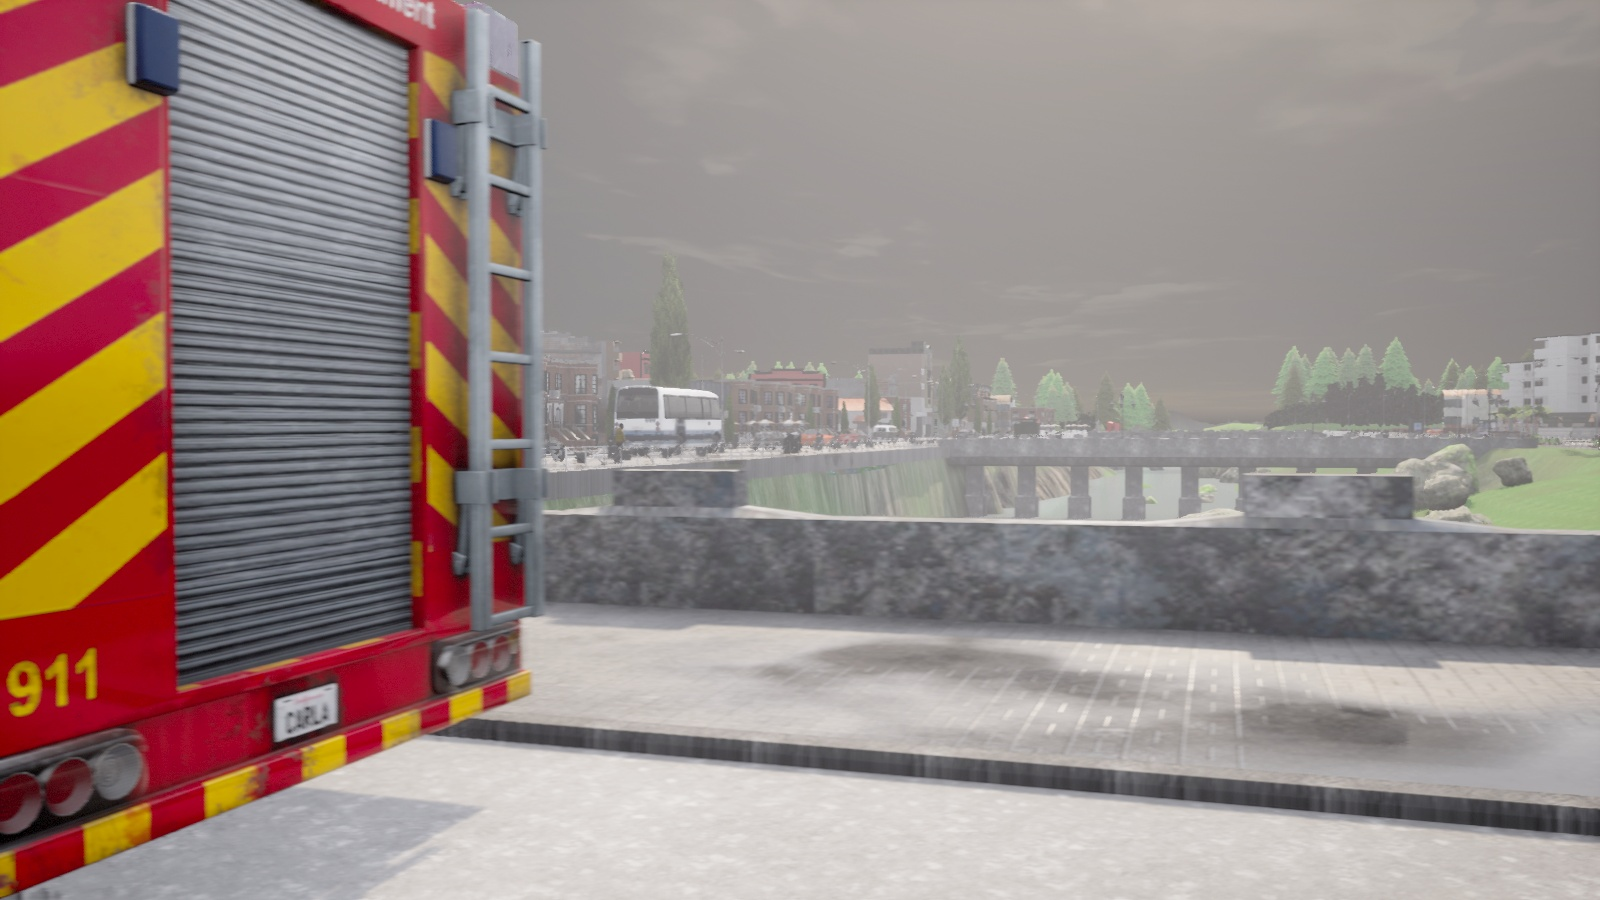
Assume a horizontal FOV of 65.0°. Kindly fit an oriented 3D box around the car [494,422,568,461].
[{"bbox_3d":[-13.491,-0.440,63.171,1.905,1.878,3.866,1,1,19],"label":"car"}]

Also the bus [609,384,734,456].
[{"bbox_3d":[-7.944,-1.855,79.618,3.944,4.253,10.273,1,1,19],"label":"bus"}]

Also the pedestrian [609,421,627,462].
[{"bbox_3d":[-8.213,-0.403,56.764,0.431,1.840,0.709,1,1,42],"label":"pedestrian"}]

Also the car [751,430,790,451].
[{"bbox_3d":[-2.255,-0.750,96.603,1.789,1.549,3.705,1,1,19],"label":"car"}]

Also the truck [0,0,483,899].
[{"bbox_3d":[-5.917,-0.452,5.694,8.468,3.827,2.891,1,1,19],"label":"truck"}]
